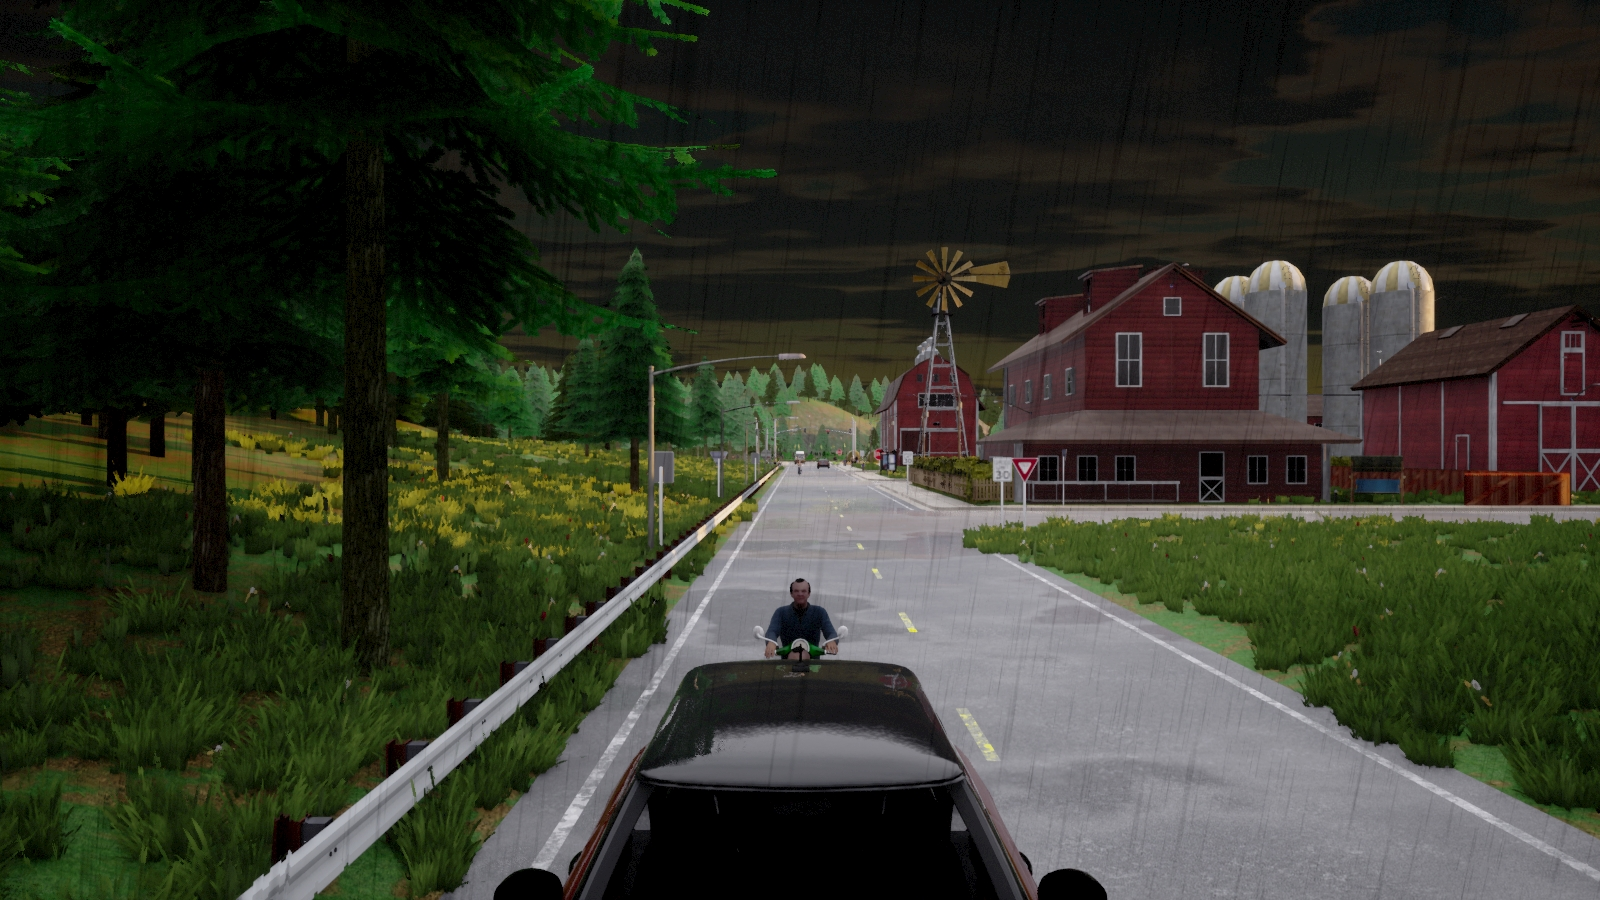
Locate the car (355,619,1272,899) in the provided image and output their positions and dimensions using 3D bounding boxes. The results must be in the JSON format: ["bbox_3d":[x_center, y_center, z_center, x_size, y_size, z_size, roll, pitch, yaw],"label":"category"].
[{"bbox_3d":[0.032,1.899,4.503,2.097,1.767,4.553,0,0,0],"label":"car"}]

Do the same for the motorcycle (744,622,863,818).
[{"bbox_3d":[0.026,2.229,9.842,0.867,1.251,2.209,-2,-3,0],"label":"motorcycle"}]
